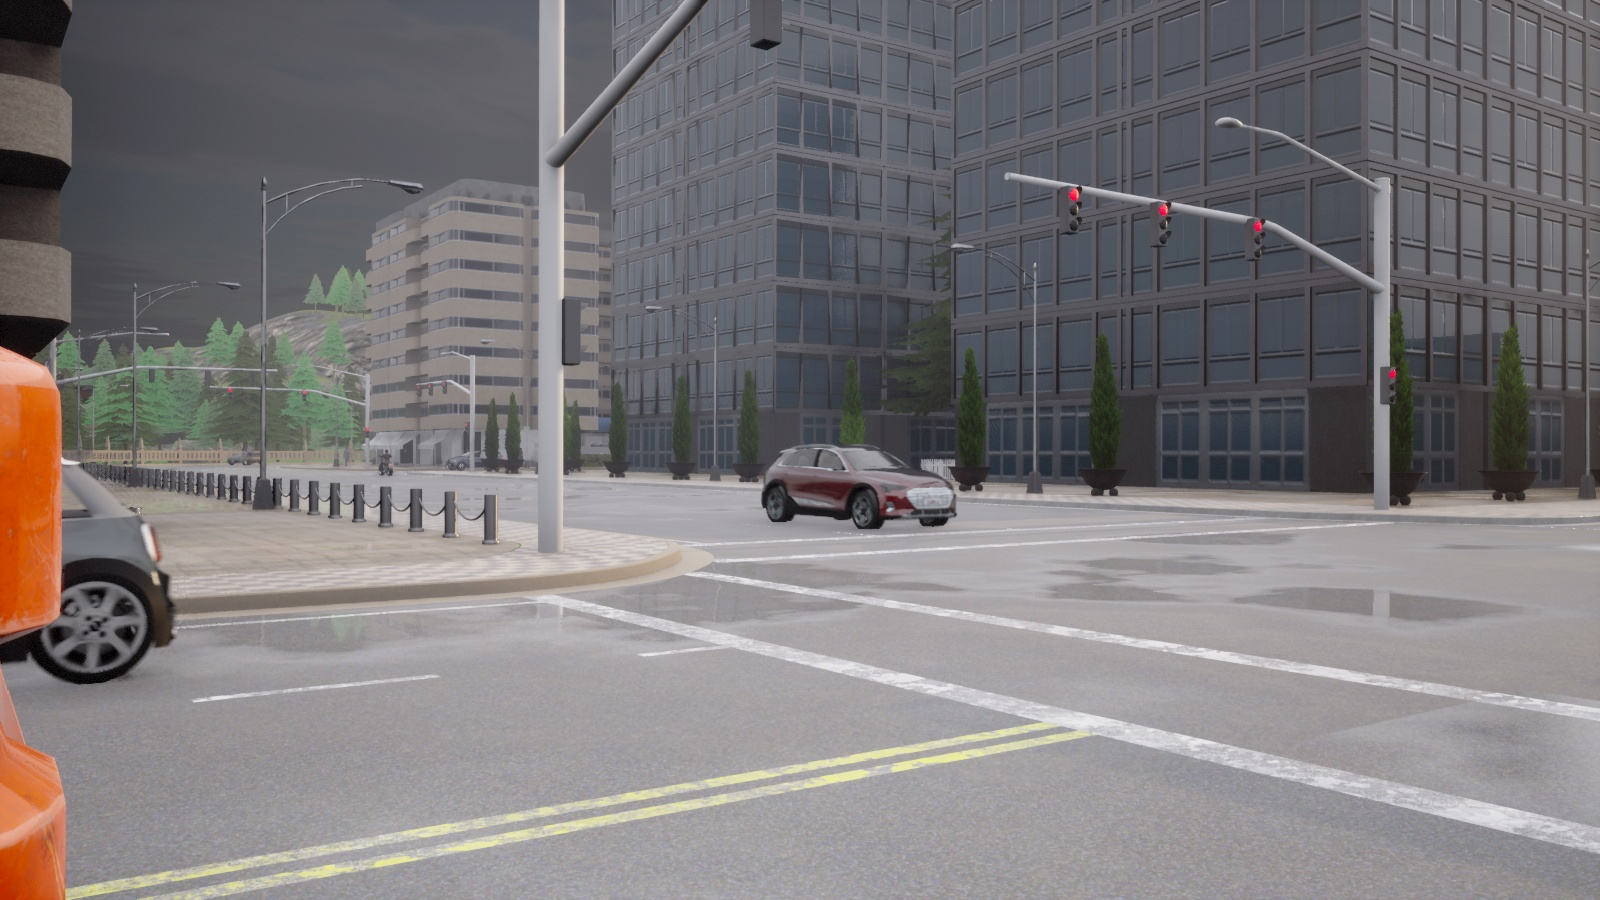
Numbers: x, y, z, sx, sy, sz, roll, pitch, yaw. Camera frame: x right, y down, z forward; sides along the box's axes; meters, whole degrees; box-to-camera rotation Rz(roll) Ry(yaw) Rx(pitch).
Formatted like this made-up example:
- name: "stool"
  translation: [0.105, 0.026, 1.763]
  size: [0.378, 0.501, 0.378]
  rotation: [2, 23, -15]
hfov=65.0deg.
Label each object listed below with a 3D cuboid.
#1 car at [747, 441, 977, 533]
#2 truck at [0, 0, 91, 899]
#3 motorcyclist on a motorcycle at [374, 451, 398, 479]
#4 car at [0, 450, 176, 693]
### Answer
- name: "car"
  translation: [1.114, 0.679, 25.149]
  size: [2.033, 1.649, 4.856]
  rotation: [0, 0, -35]
- name: "truck"
  translation: [-4.853, -0.226, 0.292]
  size: [7.936, 3.462, 2.891]
  rotation: [0, 0, -35]
- name: "motorcyclist on a motorcycle"
  translation: [-24.902, 0.877, 75.473]
  size: [0.766, 1.649, 2.350]
  rotation: [0, 0, -34]
- name: "car"
  translation: [-6.190, 0.743, 7.882]
  size: [3.806, 1.475, 1.970]
  rotation: [0, 0, -36]
